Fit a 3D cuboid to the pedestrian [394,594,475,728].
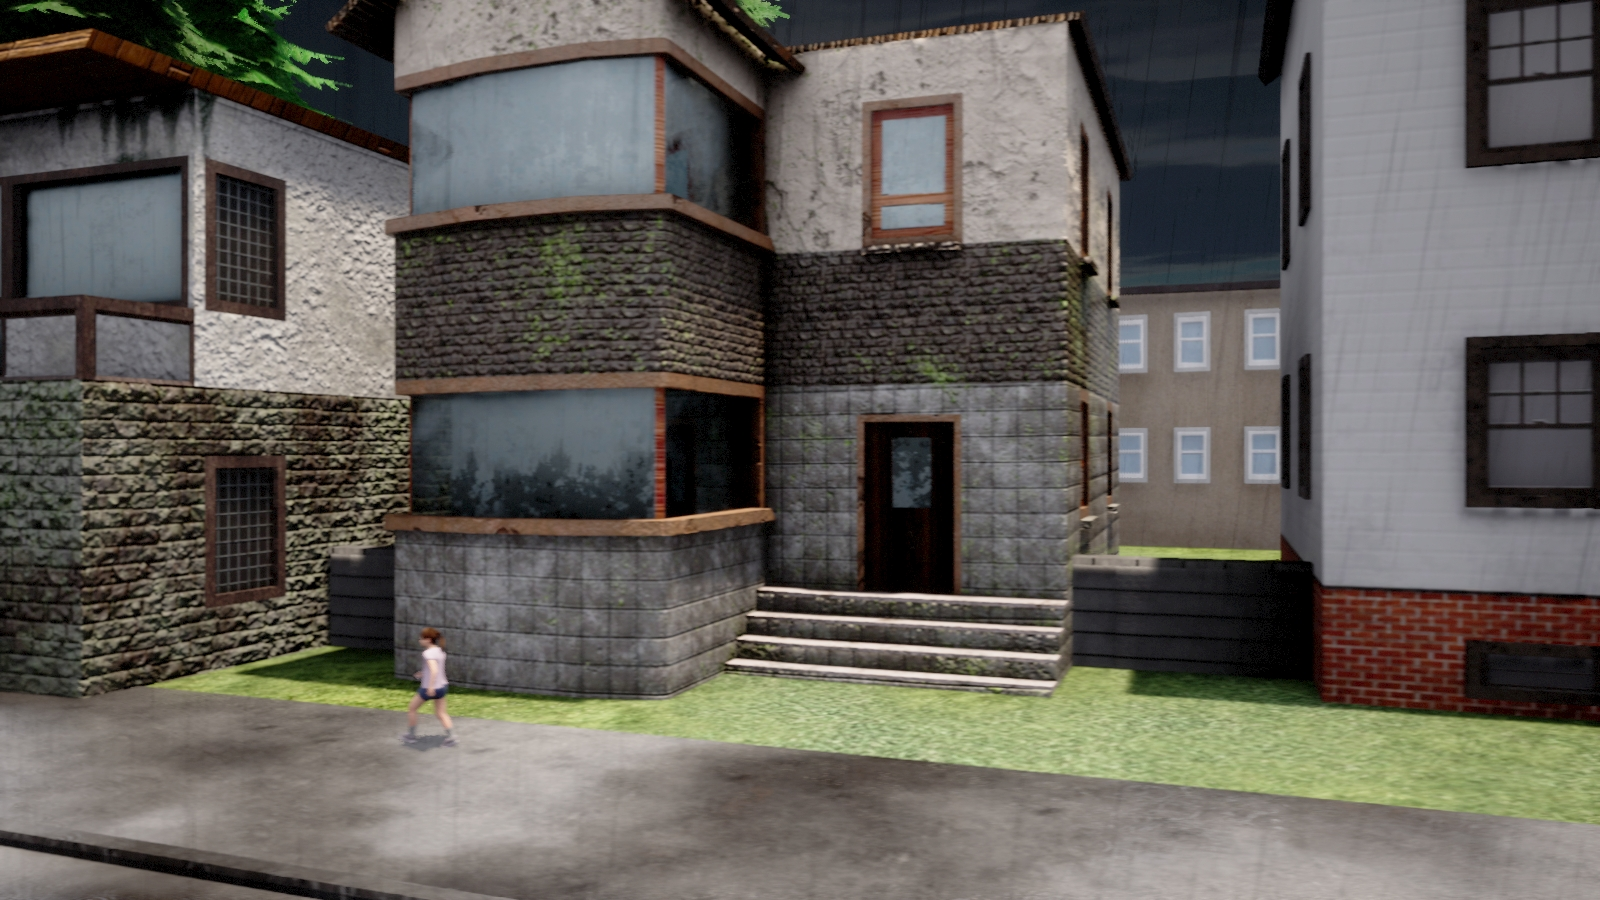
[{"bbox_3d":[-3.316,1.901,10.385,0.500,1.100,0.500,0,0,16],"label":"pedestrian"}]
